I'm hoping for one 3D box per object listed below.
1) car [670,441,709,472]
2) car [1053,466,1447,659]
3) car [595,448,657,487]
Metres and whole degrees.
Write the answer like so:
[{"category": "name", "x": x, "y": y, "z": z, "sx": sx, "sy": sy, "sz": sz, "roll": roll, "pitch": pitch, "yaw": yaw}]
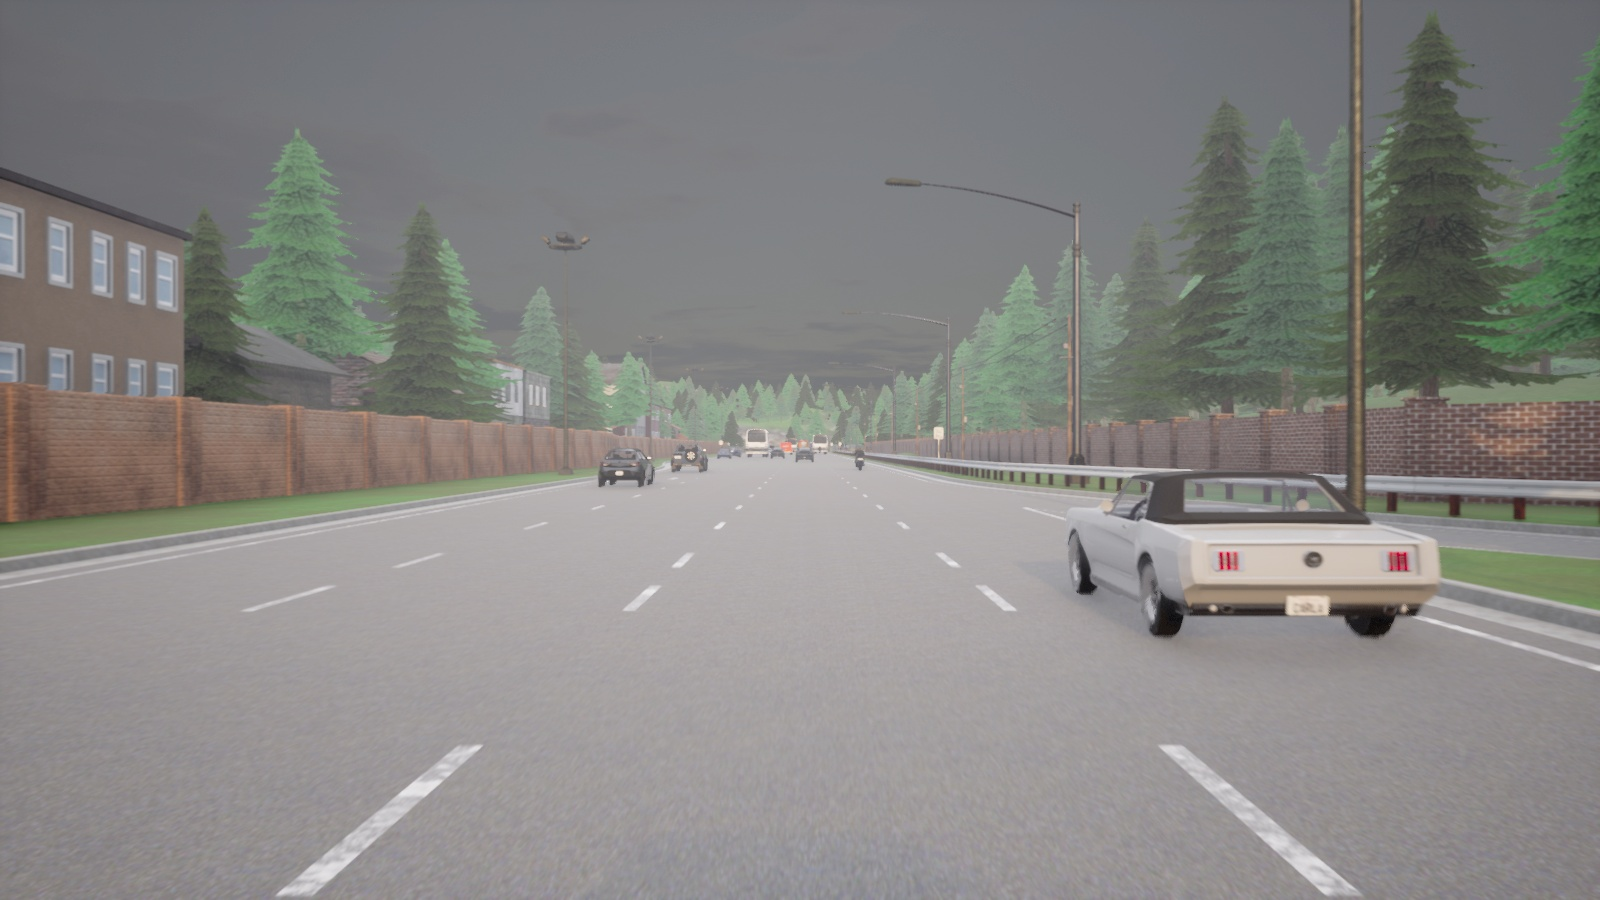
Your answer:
[{"category": "car", "x": -6.677, "y": 0.394, "z": 76.239, "sx": 1.932, "sy": 1.855, "sz": 4.605, "roll": 0, "pitch": 0, "yaw": 0}, {"category": "car", "x": 3.672, "y": 0.827, "z": 11.279, "sx": 1.895, "sy": 1.301, "sz": 4.718, "roll": 0, "pitch": 0, "yaw": 1}, {"category": "car", "x": -6.732, "y": 0.650, "z": 49.025, "sx": 1.816, "sy": 1.474, "sz": 4.193, "roll": 0, "pitch": 0, "yaw": 0}]
